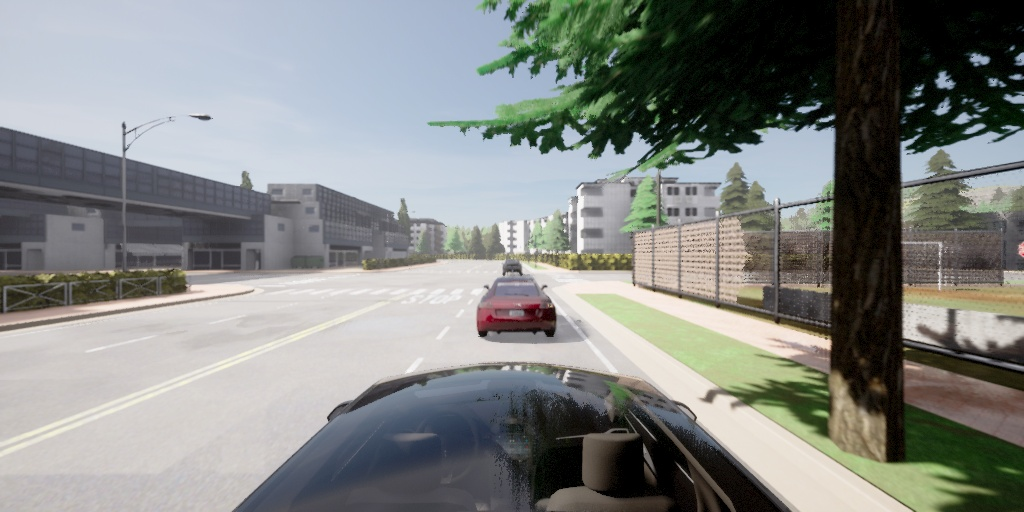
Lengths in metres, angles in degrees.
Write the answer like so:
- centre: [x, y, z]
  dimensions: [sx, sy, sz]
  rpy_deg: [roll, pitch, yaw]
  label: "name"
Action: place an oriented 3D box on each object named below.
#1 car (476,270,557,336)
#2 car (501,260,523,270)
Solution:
- centre: [0.096, 1.271, 10.205]
  dimensions: [1.994, 1.385, 4.181]
  rpy_deg: [0, 0, 0]
  label: "car"
- centre: [0.025, 1.087, 35.663]
  dimensions: [1.837, 1.490, 4.892]
  rpy_deg: [0, 0, 0]
  label: "car"
